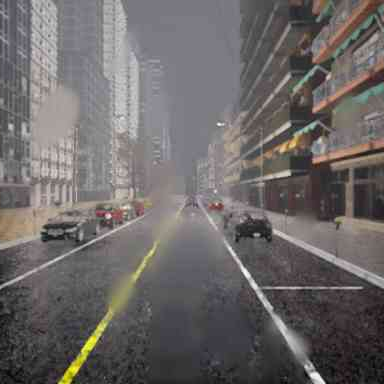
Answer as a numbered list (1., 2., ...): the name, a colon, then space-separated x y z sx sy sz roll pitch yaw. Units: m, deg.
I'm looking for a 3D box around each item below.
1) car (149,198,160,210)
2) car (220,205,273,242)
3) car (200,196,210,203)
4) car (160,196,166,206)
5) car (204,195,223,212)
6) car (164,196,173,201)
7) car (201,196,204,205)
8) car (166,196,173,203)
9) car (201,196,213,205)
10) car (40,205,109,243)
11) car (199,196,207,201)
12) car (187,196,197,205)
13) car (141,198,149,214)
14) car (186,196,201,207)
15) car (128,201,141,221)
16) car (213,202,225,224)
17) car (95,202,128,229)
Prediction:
1. car: -5.692 1.539 43.511 1.752 1.417 4.829 0 0 0
2. car: 2.689 1.552 16.018 2.008 1.369 4.403 0 0 0
3. car: 2.688 1.593 71.344 2.008 1.369 4.403 0 0 0
4. car: -5.692 1.606 54.747 1.802 1.307 4.206 0 0 0
5. car: 2.689 1.450 38.148 1.967 1.590 4.097 0 0 0
6. car: -5.692 1.601 82.410 1.887 1.381 4.507 0 0 0
7. car: 2.688 1.601 49.214 1.802 1.307 4.206 0 0 0
8. car: -5.692 1.567 71.174 1.752 1.417 4.829 0 0 0
9. car: 2.688 1.470 60.279 1.967 1.590 4.097 0 0 0
10. car: -5.691 1.552 16.018 2.008 1.369 4.403 0 0 0
11. car: 2.688 1.607 82.410 2.008 1.369 4.403 0 0 0
12. car: -0.001 1.534 61.769 1.837 1.490 4.892 0 0 0
13. car: -5.692 1.551 32.615 1.887 1.381 4.507 0 0 0
14. car: -0.002 1.622 51.736 1.895 1.301 4.718 0 0 0
15. car: -5.691 1.555 27.083 2.008 1.369 4.403 0 0 0
16. car: 2.689 1.553 21.551 2.008 1.369 4.403 0 0 0
17. car: -5.691 1.443 21.551 1.967 1.590 4.097 0 0 0
